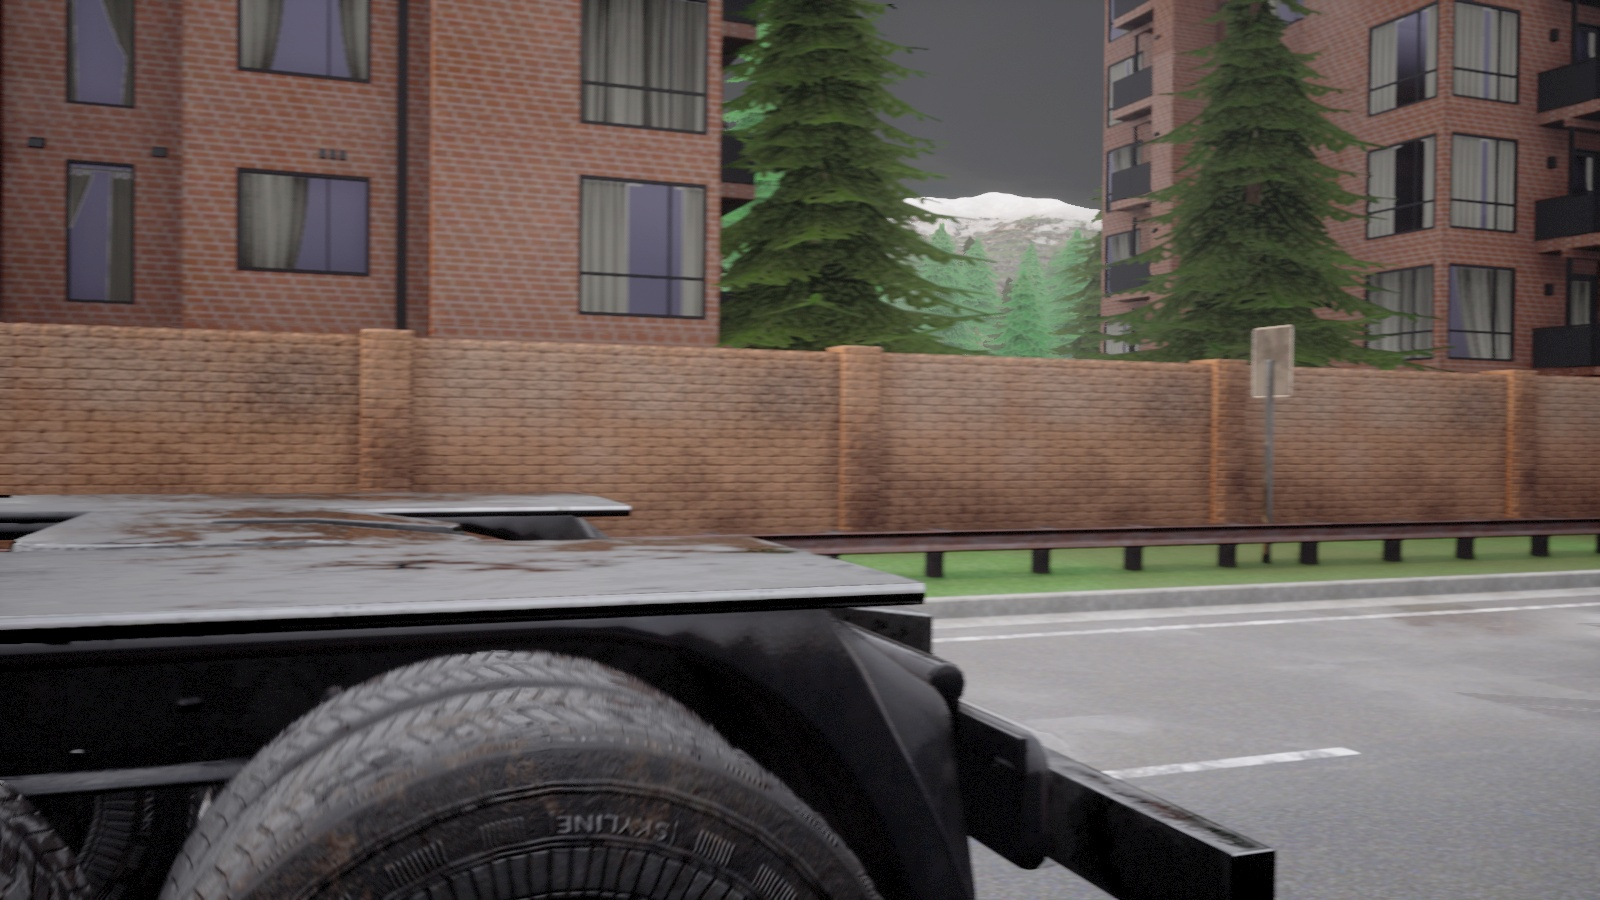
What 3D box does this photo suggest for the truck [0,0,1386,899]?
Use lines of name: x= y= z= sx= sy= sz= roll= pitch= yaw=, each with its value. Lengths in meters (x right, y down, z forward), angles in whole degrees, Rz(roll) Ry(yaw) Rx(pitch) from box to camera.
truck: x=-3.273 y=-0.181 z=1.985 sx=7.936 sy=3.462 sz=2.891 roll=-1 pitch=1 yaw=-21
